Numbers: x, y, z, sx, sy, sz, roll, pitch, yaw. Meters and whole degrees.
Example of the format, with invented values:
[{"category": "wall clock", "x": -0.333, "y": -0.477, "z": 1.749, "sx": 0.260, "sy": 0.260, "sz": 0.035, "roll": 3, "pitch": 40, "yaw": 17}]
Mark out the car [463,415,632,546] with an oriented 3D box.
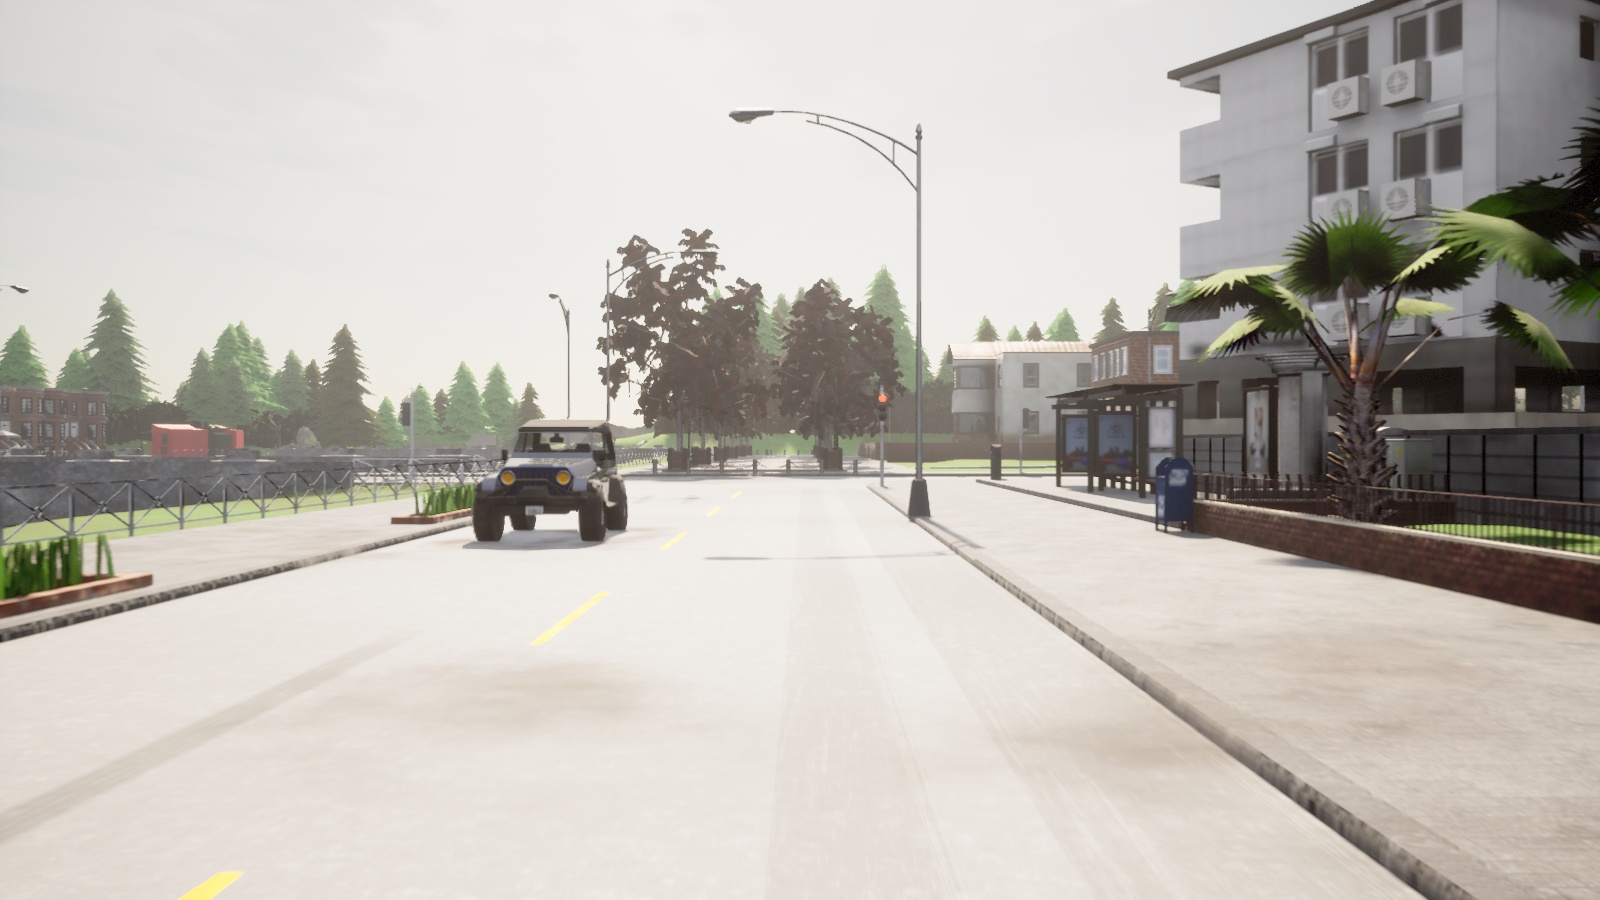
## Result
[{"category": "car", "x": -3.891, "y": 0.427, "z": 19.994, "sx": 1.905, "sy": 1.878, "sz": 3.866, "roll": 0, "pitch": 0, "yaw": 0}]
